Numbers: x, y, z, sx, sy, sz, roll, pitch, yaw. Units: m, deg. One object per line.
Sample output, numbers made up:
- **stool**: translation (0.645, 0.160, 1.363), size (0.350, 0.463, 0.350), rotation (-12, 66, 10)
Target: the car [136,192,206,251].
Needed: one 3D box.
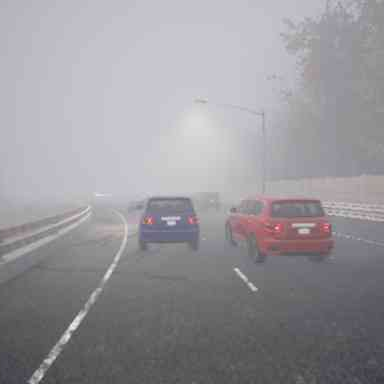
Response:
- **car**: translation (-1.093, 1.123, 13.800), size (2.150, 2.045, 5.566), rotation (0, 0, -8)

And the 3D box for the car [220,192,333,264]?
- **car**: translation (2.722, 1.137, 11.690), size (2.150, 2.045, 5.566), rotation (0, 0, -7)

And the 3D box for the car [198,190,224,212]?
- **car**: translation (1.161, 0.975, 34.567), size (2.150, 2.045, 5.566), rotation (0, 0, -17)

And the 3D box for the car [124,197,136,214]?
- **car**: translation (-5.418, 1.266, 32.000), size (2.128, 1.511, 4.902), rotation (0, 0, -18)

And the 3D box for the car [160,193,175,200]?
- **car**: translation (-5.557, 0.993, 75.442), size (1.812, 1.442, 4.674), rotation (0, 0, 17)

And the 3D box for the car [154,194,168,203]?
- **car**: translation (-5.347, 1.076, 57.021), size (1.882, 1.535, 5.008), rotation (0, 0, -12)

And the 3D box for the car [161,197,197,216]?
- **car**: translation (-1.302, 1.275, 30.564), size (2.128, 1.511, 4.902), rotation (0, 0, -16)
